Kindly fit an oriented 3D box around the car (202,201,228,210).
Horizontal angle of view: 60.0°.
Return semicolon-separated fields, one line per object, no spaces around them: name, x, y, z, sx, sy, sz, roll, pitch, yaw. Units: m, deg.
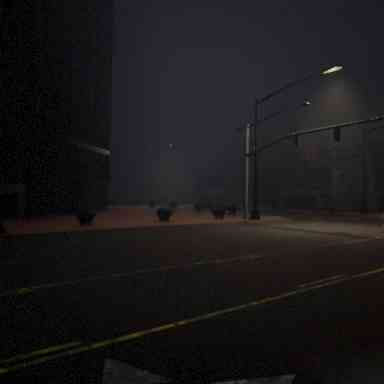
car;3.033;1.856;45.348;1.994;1.385;4.181;1;-1;-35
